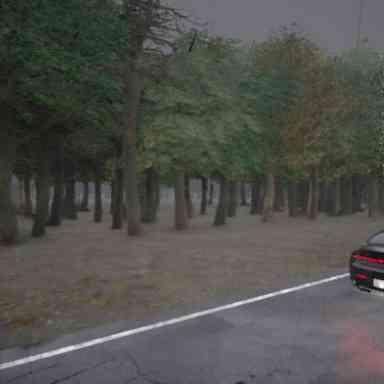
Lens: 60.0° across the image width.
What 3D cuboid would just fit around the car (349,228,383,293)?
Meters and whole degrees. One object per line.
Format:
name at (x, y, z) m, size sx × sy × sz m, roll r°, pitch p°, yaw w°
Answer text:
car at (5.576, 1.504, 7.726) m, size 4.892 × 1.490 × 1.837 m, roll 0°, pitch 0°, yaw -36°
